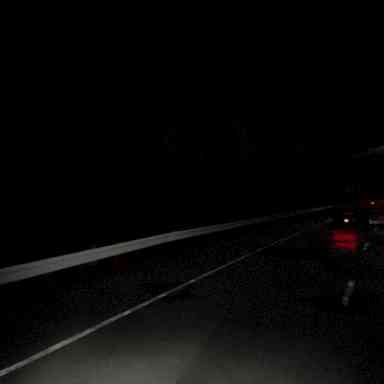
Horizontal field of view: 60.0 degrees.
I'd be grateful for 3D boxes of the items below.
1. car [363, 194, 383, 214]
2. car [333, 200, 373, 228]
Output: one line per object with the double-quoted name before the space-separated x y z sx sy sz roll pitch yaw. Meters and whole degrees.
"car" 19.634 1.219 35.499 2.150 2.045 5.566 0 0 35
"car" 10.852 1.505 22.580 1.837 1.490 4.892 0 0 33
